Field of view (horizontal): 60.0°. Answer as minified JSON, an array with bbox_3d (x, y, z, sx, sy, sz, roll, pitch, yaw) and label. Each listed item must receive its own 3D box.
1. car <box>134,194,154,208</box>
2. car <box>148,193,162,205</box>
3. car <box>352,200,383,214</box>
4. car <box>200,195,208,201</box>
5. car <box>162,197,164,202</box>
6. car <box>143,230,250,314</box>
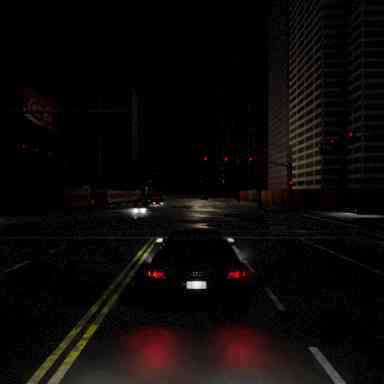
[{"bbox_3d":[-7.214,1.491,48.086,2.128,1.511,4.902,0,0,0],"label":"car"},{"bbox_3d":[-7.224,1.215,60.739,2.150,2.045,5.566,0,1,0],"label":"car"},{"bbox_3d":[19.626,1.547,34.492,5.357,1.411,2.033,0,0,0],"label":"car"},{"bbox_3d":[3.268,1.525,87.544,2.128,1.511,4.902,0,0,0],"label":"car"},{"bbox_3d":[-7.190,1.500,71.925,1.837,1.490,4.892,0,0,0],"label":"car"},{"bbox_3d":[0.076,1.564,7.706,1.994,1.385,4.181,0,0,0],"label":"car"}]
